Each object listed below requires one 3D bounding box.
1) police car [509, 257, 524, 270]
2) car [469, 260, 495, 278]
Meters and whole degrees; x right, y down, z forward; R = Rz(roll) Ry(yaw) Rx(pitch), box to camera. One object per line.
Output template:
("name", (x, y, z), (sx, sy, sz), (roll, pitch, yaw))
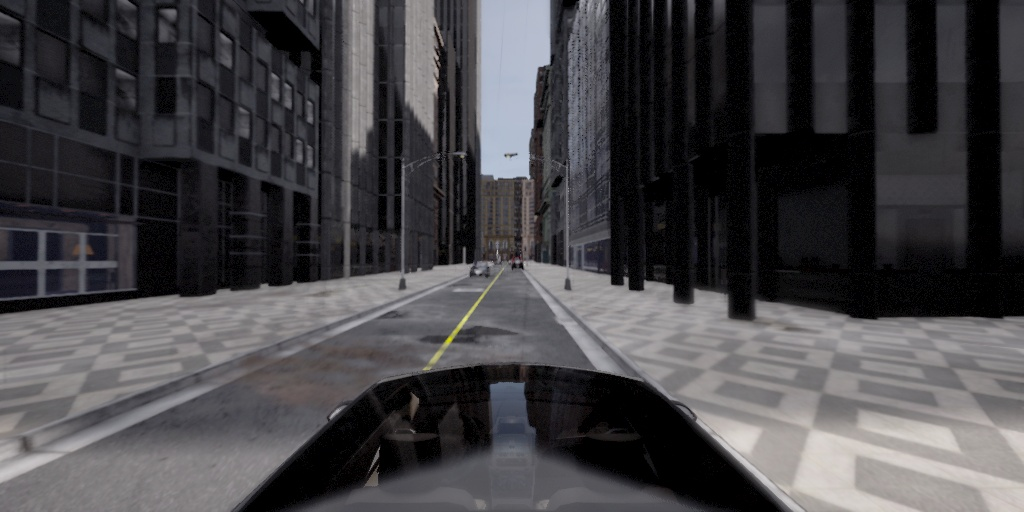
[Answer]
("police car", (0.900, 1.354, 55.350), (1.930, 1.638, 5.238), (0, 0, 0))
("car", (-3.090, 1.343, 35.190), (2.128, 1.511, 4.902), (0, 0, 0))
